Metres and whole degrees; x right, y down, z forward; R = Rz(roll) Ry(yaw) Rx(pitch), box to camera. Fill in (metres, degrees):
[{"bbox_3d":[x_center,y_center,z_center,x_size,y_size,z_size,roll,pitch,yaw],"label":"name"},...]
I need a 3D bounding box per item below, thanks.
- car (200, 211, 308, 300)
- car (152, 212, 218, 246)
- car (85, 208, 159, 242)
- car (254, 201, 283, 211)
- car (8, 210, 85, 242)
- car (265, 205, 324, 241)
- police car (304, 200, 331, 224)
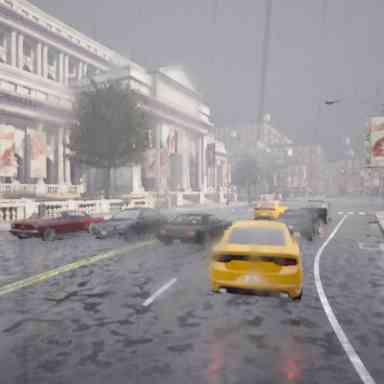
[{"bbox_3d":[1.765,1.478,8.610,1.882,1.535,5.008,0,0,15],"label":"car"},{"bbox_3d":[0.354,1.602,14.801,1.895,1.301,4.718,0,0,24],"label":"car"},{"bbox_3d":[-2.850,1.526,16.586,1.812,1.442,4.674,0,0,25],"label":"car"},{"bbox_3d":[6.497,1.480,27.018,1.882,1.535,5.008,0,0,27],"label":"car"},{"bbox_3d":[-6.597,1.602,16.737,1.895,1.301,4.718,0,0,24],"label":"car"},{"bbox_3d":[5.343,1.565,16.977,1.994,1.385,4.181,0,0,26],"label":"car"},{"bbox_3d":[9.432,1.427,25.291,1.930,1.638,5.238,0,0,27],"label":"police car"}]
